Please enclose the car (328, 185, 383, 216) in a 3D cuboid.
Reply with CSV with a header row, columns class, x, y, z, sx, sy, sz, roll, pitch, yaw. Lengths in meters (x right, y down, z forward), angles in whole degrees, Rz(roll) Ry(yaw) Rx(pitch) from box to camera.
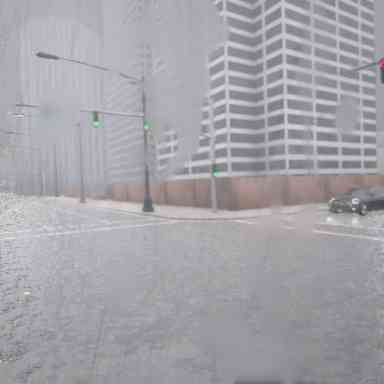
class,x,y,z,sx,sy,sz,roll,pitch,yaw
car,10.712,0.448,21.067,4.553,1.767,2.097,-3,2,-32
